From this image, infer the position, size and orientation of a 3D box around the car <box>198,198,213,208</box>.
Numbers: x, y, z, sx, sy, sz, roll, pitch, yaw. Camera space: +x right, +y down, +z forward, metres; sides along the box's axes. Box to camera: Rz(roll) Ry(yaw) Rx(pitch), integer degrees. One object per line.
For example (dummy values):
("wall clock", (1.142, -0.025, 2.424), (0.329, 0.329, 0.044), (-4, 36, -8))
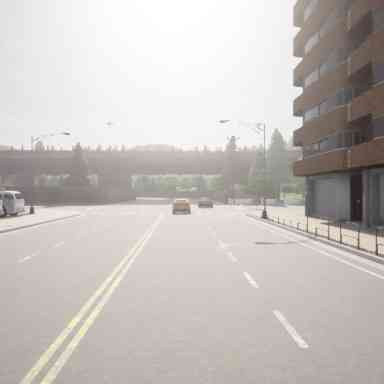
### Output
("car", (1.914, 1.530, 48.381), (1.994, 1.385, 4.181), (0, 0, -2))

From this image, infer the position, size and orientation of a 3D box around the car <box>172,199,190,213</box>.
("car", (-1.189, 1.475, 37.356), (1.882, 1.535, 5.008), (0, 0, -2))
